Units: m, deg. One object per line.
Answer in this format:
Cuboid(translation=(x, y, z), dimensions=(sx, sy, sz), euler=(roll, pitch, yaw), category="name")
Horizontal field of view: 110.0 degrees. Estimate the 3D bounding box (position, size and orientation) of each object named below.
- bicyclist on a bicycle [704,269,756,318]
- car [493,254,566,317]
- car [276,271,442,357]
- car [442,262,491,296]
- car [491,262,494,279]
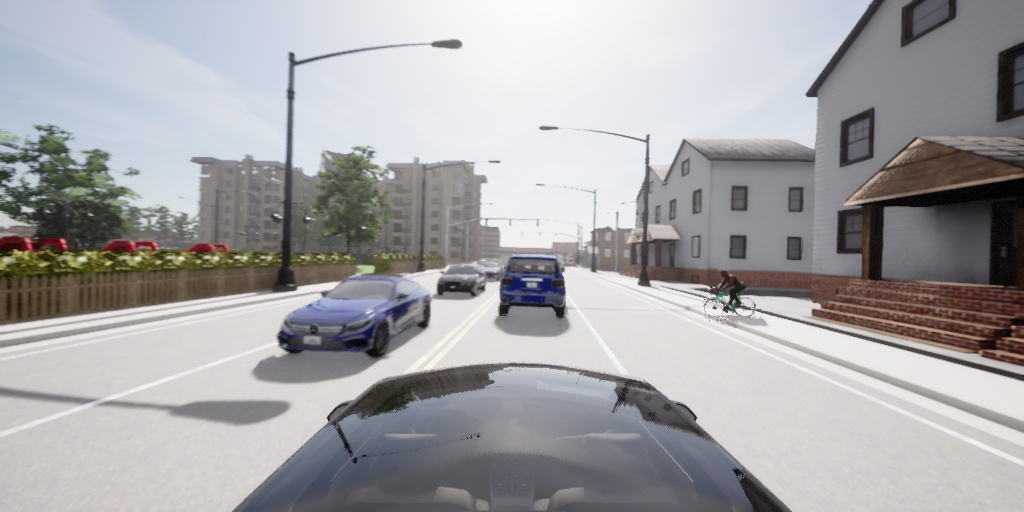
Cuboid(translation=(7.184, 1.251, 11.856), dimensions=(1.656, 1.620, 0.582), euler=(-1, 0, 4), category="bicyclist on a bicycle")
Cuboid(translation=(0.813, 0.968, 13.454), dimensions=(2.150, 2.045, 5.566), euler=(2, 0, 5), category="car")
Cuboid(translation=(-3.226, 1.169, 8.401), dimensions=(1.812, 1.442, 4.674), euler=(2, 0, 4), category="car")
Cuboid(translation=(-2.492, 1.146, 18.562), dimensions=(1.837, 1.490, 4.892), euler=(2, 0, 4), category="car")
Cuboid(translation=(-1.721, 1.187, 28.853), dimensions=(2.033, 1.411, 5.357), euler=(2, 0, 4), category="car")
